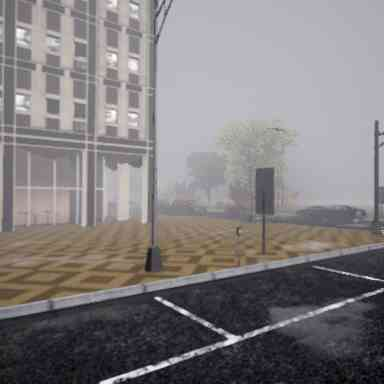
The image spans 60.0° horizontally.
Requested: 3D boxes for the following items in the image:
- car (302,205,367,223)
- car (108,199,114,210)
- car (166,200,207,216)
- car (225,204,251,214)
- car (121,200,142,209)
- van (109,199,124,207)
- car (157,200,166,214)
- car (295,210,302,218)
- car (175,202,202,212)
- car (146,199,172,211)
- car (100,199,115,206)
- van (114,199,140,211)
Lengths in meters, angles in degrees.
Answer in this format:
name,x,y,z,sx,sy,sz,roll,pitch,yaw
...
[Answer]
name,x,y,z,sx,sy,sz,roll,pitch,yaw
car,12.604,1.850,29.050,2.128,1.511,4.902,1,-1,-36
car,-13.363,2.334,55.856,1.802,1.307,4.206,0,-1,-36
car,-0.436,1.798,37.827,2.192,1.841,5.009,0,-1,-36
car,6.010,2.144,42.682,1.802,1.307,4.206,0,-1,-36
car,-11.448,2.330,62.293,1.882,1.535,5.008,1,-1,-36
van,-16.802,2.370,74.052,1.690,1.788,3.998,0,-1,-36
car,-3.647,2.116,42.345,1.947,1.339,4.313,0,-1,-36
car,12.537,2.012,33.723,1.802,1.307,4.206,0,-1,-36
car,-0.560,2.245,51.606,2.008,1.369,4.403,0,-1,-36
car,-5.386,2.081,54.008,2.097,1.767,4.553,1,-1,-36
car,-20.049,2.536,78.540,1.967,1.590,4.097,0,-1,-36
van,-10.113,2.026,51.364,1.690,1.788,3.998,0,-1,-36
